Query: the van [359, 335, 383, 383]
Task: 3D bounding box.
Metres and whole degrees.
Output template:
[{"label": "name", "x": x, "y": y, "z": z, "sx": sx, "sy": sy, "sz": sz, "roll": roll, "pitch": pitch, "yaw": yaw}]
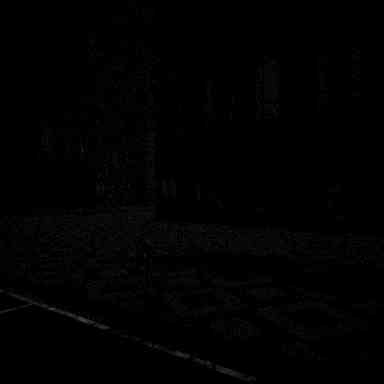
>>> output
[{"label": "van", "x": 2.692, "y": 1.341, "z": 1.063, "sx": 3.998, "sy": 1.788, "sz": 1.690, "roll": 0, "pitch": 0, "yaw": 35}]
